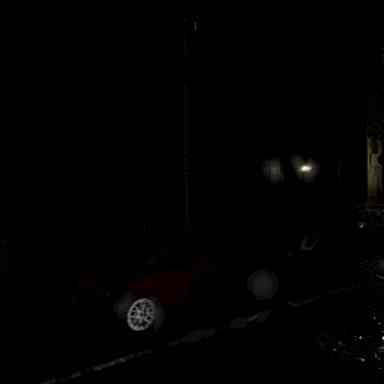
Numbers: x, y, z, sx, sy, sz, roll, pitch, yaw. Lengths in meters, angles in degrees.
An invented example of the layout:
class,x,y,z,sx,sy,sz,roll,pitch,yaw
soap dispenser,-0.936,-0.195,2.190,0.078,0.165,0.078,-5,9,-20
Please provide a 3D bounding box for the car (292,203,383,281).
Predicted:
class,x,y,z,sx,sy,sz,roll,pitch,yaw
car,4.511,1.276,9.986,5.009,1.841,2.192,0,0,-36

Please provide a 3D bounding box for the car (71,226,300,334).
class,x,y,z,sx,sy,sz,roll,pitch,yaw
car,-0.078,1.529,6.710,4.507,1.381,1.887,0,0,-36

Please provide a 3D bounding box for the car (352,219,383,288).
class,x,y,z,sx,sy,sz,roll,pitch,yaw
car,6.142,1.453,7.764,4.902,1.511,2.128,0,0,-36
